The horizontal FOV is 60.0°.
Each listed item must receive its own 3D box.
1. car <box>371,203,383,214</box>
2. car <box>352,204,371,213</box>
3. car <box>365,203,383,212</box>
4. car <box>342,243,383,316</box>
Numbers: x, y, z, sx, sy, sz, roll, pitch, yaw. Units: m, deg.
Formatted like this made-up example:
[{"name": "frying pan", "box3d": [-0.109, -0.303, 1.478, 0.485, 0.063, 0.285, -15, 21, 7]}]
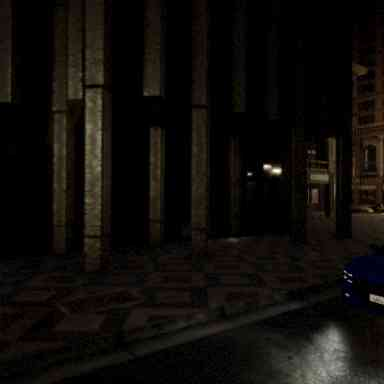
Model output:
[{"name": "car", "box3d": [26.677, 2.290, 43.494, 1.752, 1.417, 4.829, 0, -1, -35]}, {"name": "car", "box3d": [23.471, 2.364, 48.013, 1.752, 1.417, 4.829, 0, -1, -35]}, {"name": "car", "box3d": [30.322, 2.472, 53.091, 1.947, 1.339, 4.313, 0, -1, -35]}, {"name": "car", "box3d": [5.168, 1.565, 7.062, 5.008, 1.535, 1.882, 1, 0, -35]}]
